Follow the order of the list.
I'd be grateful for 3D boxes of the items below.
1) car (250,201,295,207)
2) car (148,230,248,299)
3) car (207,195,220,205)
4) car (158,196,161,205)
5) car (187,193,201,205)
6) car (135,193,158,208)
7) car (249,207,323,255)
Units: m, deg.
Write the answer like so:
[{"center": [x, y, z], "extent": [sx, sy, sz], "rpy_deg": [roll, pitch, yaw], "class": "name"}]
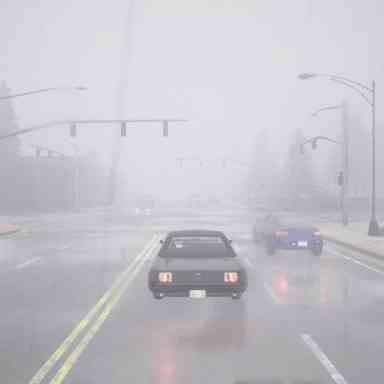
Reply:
[{"center": [8.583, 1.601, 36.210], "extent": [4.718, 1.301, 1.895], "rpy_deg": [0, 0, 1], "class": "car"}, {"center": [0.099, 1.601, 8.383], "extent": [1.895, 1.301, 4.718], "rpy_deg": [0, 0, 0], "class": "car"}, {"center": [3.862, 1.352, 60.408], "extent": [2.097, 1.767, 4.553], "rpy_deg": [0, 0, 0], "class": "car"}, {"center": [-6.809, 1.352, 59.025], "extent": [2.097, 1.767, 4.553], "rpy_deg": [0, 0, 1], "class": "car"}, {"center": [0.359, 1.221, 59.864], "extent": [2.150, 2.045, 5.566], "rpy_deg": [0, 0, 0], "class": "car"}, {"center": [-6.860, 1.221, 49.014], "extent": [2.150, 2.045, 5.566], "rpy_deg": [0, 0, 1], "class": "car"}, {"center": [3.637, 1.526, 13.174], "extent": [1.812, 1.442, 4.674], "rpy_deg": [0, 0, 0], "class": "car"}]
